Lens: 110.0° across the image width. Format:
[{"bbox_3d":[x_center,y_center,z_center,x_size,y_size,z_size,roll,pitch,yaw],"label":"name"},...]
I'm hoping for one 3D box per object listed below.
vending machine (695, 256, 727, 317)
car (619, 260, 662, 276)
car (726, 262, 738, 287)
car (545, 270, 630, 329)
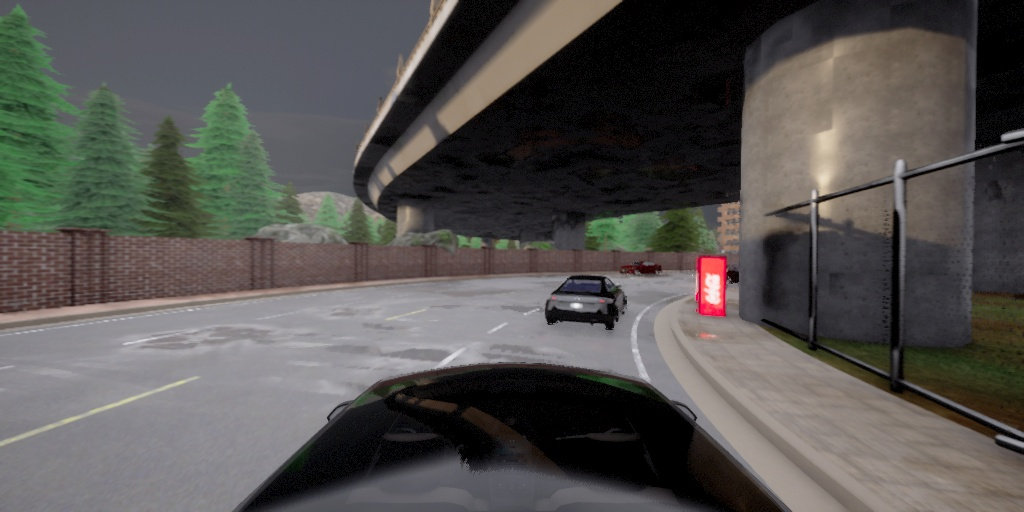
[{"bbox_3d":[6.556,0.980,11.814,1.100,2.100,0.880,0,0,27],"label":"vending machine"},{"bbox_3d":[13.301,1.224,37.080,5.008,1.535,1.882,1,0,-30],"label":"car"},{"bbox_3d":[15.375,1.320,25.771,4.902,1.511,2.128,1,0,-32],"label":"car"},{"bbox_3d":[2.466,1.297,11.431,1.994,1.385,4.181,1,0,22],"label":"car"}]
